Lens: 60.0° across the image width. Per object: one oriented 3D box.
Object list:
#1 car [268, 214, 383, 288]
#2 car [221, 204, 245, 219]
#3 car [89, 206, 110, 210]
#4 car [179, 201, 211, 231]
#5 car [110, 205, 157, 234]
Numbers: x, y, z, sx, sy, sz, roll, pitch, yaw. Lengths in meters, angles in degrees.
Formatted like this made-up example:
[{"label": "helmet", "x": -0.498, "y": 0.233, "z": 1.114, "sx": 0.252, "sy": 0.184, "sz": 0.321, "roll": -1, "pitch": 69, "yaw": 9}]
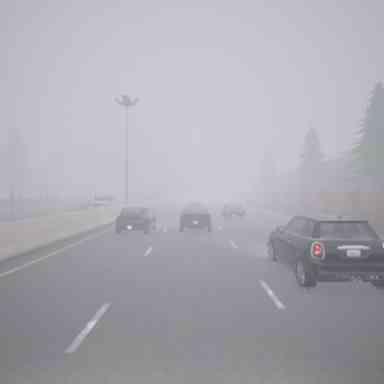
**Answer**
[{"label": "car", "x": 3.649, "y": 1.411, "z": 9.602, "sx": 2.097, "sy": 1.767, "sz": 4.553, "roll": 0, "pitch": 0, "yaw": 0}, {"label": "car", "x": 3.780, "y": 1.775, "z": 31.542, "sx": 1.895, "sy": 1.301, "sz": 4.718, "roll": 0, "pitch": 0, "yaw": 0}, {"label": "car", "x": -10.327, "y": 1.404, "z": 38.736, "sx": 2.150, "sy": 2.045, "sz": 5.566, "roll": 0, "pitch": -1, "yaw": 1}, {"label": "car", "x": 0.216, "y": 1.590, "z": 21.329, "sx": 1.882, "sy": 1.535, "sz": 5.008, "roll": 0, "pitch": 0, "yaw": 0}, {"label": "car", "x": -3.293, "y": 1.604, "z": 20.006, "sx": 1.837, "sy": 1.490, "sz": 4.892, "roll": 0, "pitch": 0, "yaw": 0}]
